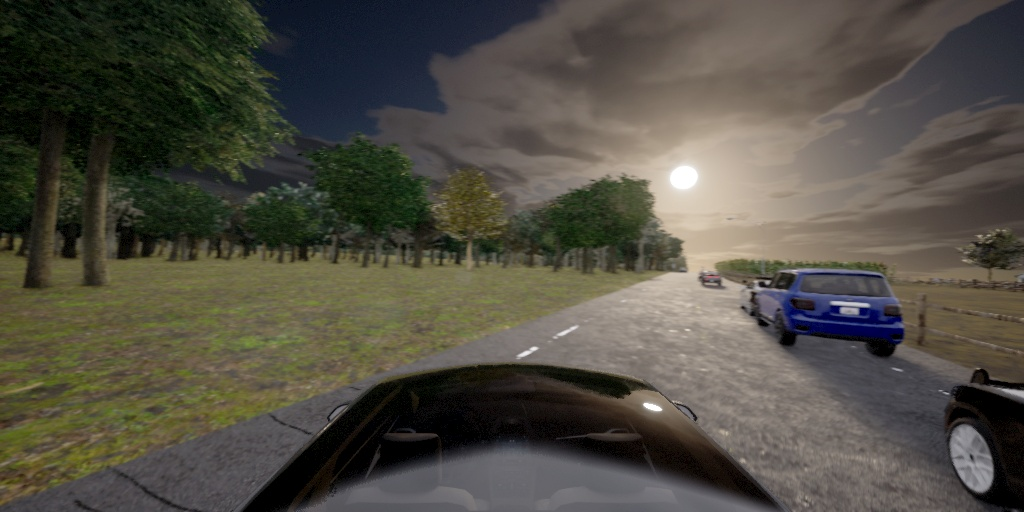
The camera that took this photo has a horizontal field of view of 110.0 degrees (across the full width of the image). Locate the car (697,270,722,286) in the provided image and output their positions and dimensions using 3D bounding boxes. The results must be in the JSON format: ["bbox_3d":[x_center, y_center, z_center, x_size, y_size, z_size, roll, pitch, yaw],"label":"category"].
[{"bbox_3d":[21.774,2.411,39.245,2.128,1.511,4.902,2,0,27],"label":"car"}]

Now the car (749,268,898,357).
[{"bbox_3d":[8.715,1.387,10.410,2.150,2.045,5.566,2,-1,26],"label":"car"}]

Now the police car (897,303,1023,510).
[{"bbox_3d":[4.324,1.338,1.499,1.930,1.638,5.238,2,-1,26],"label":"police car"}]

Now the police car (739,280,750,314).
[{"bbox_3d":[11.391,1.740,15.862,1.930,1.638,5.238,2,-1,26],"label":"police car"}]
